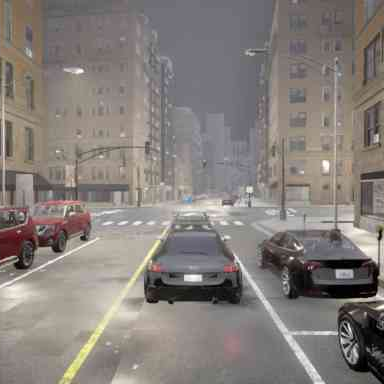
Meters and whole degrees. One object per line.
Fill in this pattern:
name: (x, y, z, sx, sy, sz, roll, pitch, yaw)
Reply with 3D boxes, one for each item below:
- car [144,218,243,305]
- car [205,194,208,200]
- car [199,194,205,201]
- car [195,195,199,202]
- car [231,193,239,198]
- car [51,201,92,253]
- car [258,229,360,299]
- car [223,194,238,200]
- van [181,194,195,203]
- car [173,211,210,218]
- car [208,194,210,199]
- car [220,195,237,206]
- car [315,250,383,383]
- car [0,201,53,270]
car: (0.038, 1.561, 8.165, 1.994, 1.385, 4.181, 0, 0, 0)
car: (2.283, 1.449, 86.518, 1.802, 1.307, 4.206, 0, 0, 9)
car: (1.416, 1.399, 80.918, 1.752, 1.417, 4.829, 0, 0, 9)
car: (-0.240, 1.332, 70.222, 1.967, 1.590, 4.097, 0, 0, 9)
car: (10.706, 1.195, 85.214, 2.192, 1.841, 5.009, 0, 0, 9)
car: (-5.696, 1.310, 13.768, 2.192, 1.841, 5.009, -1, 0, 0)
car: (2.841, 1.563, 8.282, 1.947, 1.339, 4.313, -1, 0, 0)
car: (7.345, 1.483, 63.486, 1.947, 1.339, 4.313, 0, 0, 9)
van: (-1.081, 1.244, 64.789, 1.690, 1.788, 3.998, 0, 0, 9)
car: (-0.023, 1.594, 16.979, 1.895, 1.301, 4.718, 0, 0, 0)
car: (3.123, 1.302, 91.951, 1.967, 1.590, 4.097, 0, 0, 9)
car: (5.663, 1.509, 52.622, 1.947, 1.339, 4.313, 0, 0, 9)
car: (2.851, 1.565, 2.775, 1.947, 1.339, 4.313, -1, 0, 0)
car: (-5.687, 1.312, 8.260, 2.192, 1.841, 5.009, -1, 0, 0)
